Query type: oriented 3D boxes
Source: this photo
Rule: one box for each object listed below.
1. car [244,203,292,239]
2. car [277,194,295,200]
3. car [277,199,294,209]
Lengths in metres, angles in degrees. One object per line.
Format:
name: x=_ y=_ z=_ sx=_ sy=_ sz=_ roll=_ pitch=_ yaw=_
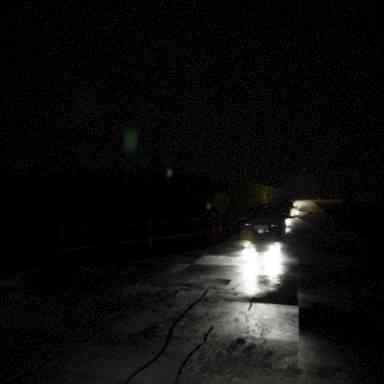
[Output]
car: x=4.067 y=1.598 z=18.104 sx=2.128 sy=1.511 sz=4.902 roll=-1 pitch=0 yaw=20
car: x=13.374 y=1.275 z=47.361 sx=2.150 sy=2.045 sz=5.566 roll=-1 pitch=0 yaw=18
car: x=8.183 y=1.676 z=30.882 sx=1.994 sy=1.385 sz=4.181 roll=-1 pitch=0 yaw=17
